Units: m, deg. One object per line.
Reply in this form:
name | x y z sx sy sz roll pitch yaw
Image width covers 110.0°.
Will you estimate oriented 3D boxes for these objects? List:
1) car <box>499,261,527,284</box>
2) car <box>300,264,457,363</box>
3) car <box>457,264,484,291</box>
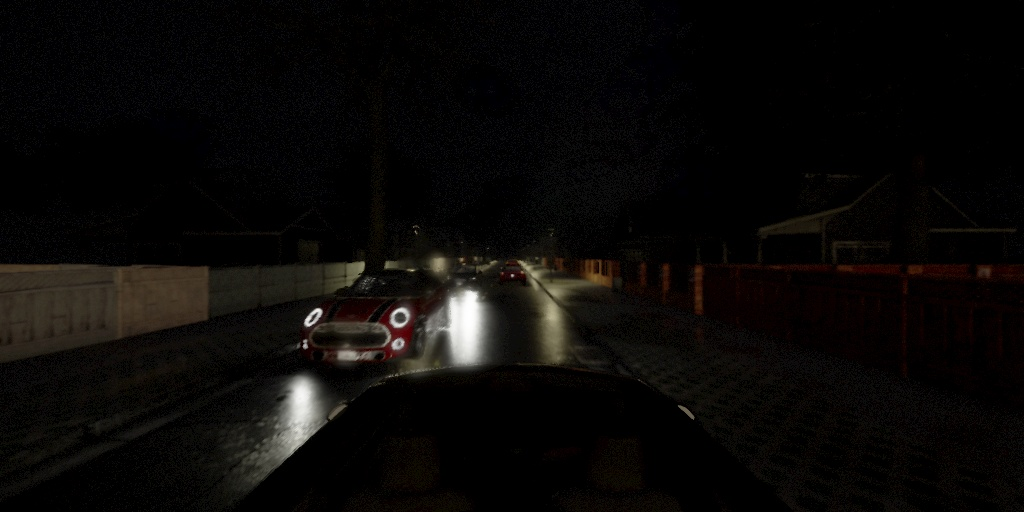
car | 0.053 1.312 26.618 1.994 1.385 4.181 0 0 1
car | -2.785 1.102 8.348 2.097 1.767 4.553 0 0 1
car | -2.777 1.242 21.692 2.128 1.511 4.902 0 0 0
